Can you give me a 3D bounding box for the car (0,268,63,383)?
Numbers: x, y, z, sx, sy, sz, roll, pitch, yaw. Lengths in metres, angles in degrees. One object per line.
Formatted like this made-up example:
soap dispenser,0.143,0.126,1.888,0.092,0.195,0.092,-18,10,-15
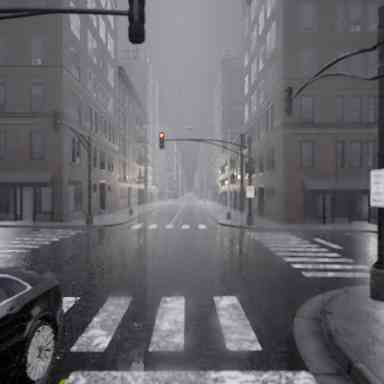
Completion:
car,-2.802,1.508,2.664,2.128,1.511,4.902,0,0,4
